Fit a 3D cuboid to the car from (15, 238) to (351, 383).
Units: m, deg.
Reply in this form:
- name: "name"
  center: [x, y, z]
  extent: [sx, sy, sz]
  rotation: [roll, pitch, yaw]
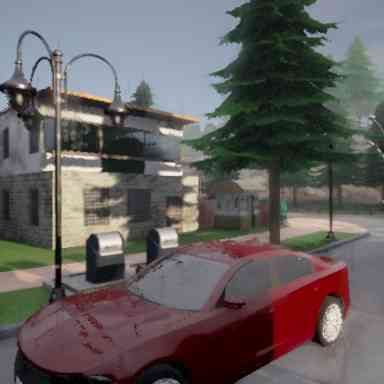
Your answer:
- name: "car"
  center: [0.345, 1.483, 4.630]
  extent: [5.008, 1.535, 1.882]
  rotation: [0, 0, -40]
